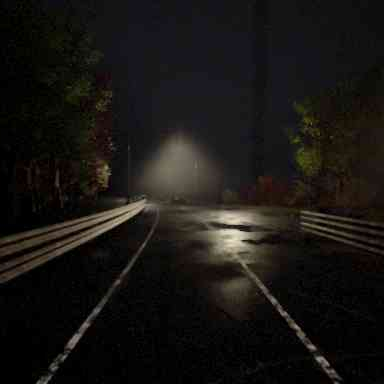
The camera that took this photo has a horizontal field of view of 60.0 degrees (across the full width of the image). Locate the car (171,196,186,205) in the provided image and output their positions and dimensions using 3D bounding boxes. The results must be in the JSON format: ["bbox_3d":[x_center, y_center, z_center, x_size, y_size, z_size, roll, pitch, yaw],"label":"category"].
[{"bbox_3d":[-2.412,1.452,57.909,2.128,1.511,4.902,0,0,-16],"label":"car"}]

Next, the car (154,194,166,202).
[{"bbox_3d":[-7.376,1.240,75.618,2.097,1.767,4.553,0,0,-16],"label":"car"}]

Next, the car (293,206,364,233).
[{"bbox_3d":[8.131,1.575,20.322,1.882,1.535,5.008,1,1,-16],"label":"car"}]
